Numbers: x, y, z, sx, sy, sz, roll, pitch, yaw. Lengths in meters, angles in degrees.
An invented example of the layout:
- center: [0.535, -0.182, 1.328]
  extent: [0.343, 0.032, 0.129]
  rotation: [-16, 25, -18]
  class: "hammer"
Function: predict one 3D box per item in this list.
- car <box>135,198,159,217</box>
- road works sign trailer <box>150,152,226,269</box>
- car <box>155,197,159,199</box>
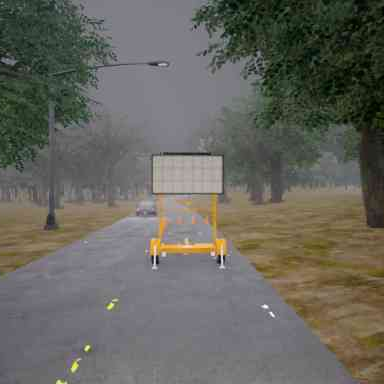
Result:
- center: [-4.296, 1.585, 31.658]
  extent: [1.812, 1.442, 4.674]
  rotation: [0, 0, -4]
  class: "car"
- center: [-0.152, 0.477, 11.214]
  extent: [2.380, 3.560, 2.880]
  rotation: [0, 0, -2]
  class: "road works sign trailer"
- center: [-9.156, 1.902, 87.819]
  extent: [2.033, 1.411, 5.357]
  rotation: [0, 0, -5]
  class: "car"
